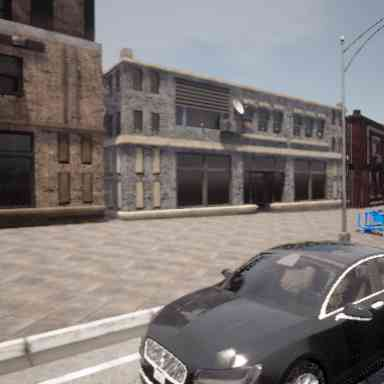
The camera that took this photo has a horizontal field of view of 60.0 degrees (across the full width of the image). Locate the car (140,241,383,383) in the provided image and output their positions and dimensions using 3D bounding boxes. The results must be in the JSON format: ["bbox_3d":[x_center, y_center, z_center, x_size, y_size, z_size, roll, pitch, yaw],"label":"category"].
[{"bbox_3d":[1.671,1.510,4.560,4.892,1.490,1.837,0,0,-35],"label":"car"}]
